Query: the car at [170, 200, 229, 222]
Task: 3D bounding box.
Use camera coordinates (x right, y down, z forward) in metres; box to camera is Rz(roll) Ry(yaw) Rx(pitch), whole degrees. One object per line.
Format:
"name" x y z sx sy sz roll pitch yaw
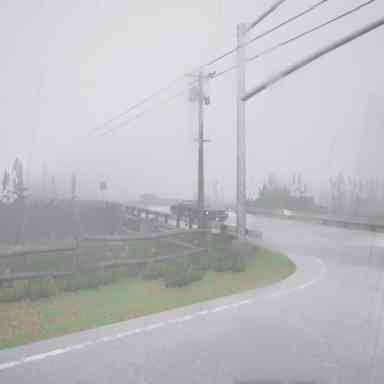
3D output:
"car" 0.399 1.251 22.303 1.895 1.301 4.718 0 3 -32
